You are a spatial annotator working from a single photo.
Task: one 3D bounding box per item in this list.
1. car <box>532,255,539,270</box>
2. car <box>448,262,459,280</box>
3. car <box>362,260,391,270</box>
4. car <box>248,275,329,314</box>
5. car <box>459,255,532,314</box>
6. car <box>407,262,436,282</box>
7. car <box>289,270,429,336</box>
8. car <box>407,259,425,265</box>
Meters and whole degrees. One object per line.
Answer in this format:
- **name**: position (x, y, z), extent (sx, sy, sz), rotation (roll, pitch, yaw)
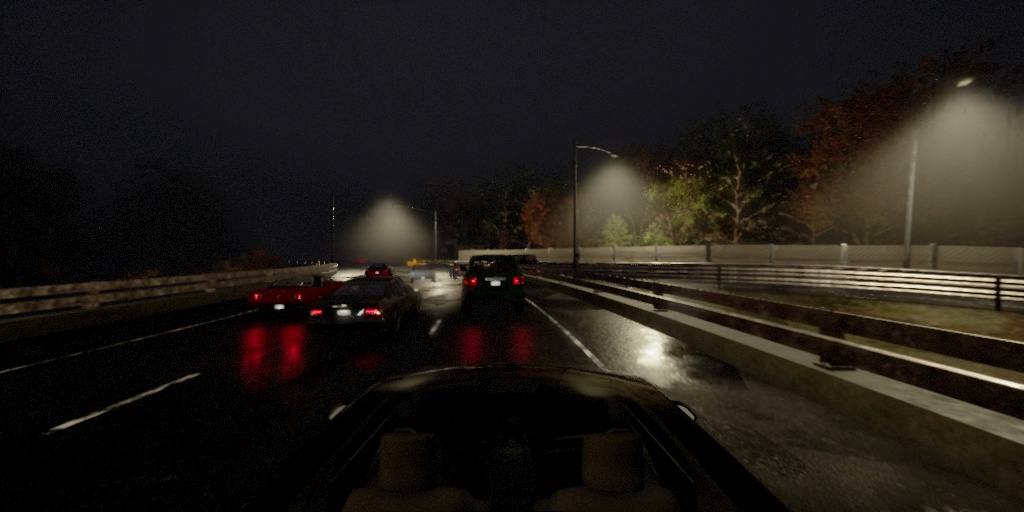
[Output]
- **car**: position (0.289, 0.879, 36.866), extent (2.150, 2.045, 5.566), rotation (-1, 0, -45)
- **car**: position (-4.451, 1.278, 31.860), extent (1.812, 1.442, 4.674), rotation (0, 0, -16)
- **car**: position (-11.440, 1.335, 30.827), extent (1.994, 1.385, 4.181), rotation (0, 0, -17)
- **car**: position (-7.854, 1.367, 13.901), extent (1.895, 1.301, 4.718), rotation (0, 0, -7)
- **car**: position (-0.844, 0.970, 14.119), extent (2.150, 2.045, 5.566), rotation (0, 0, -7)
- **car**: position (-7.292, 1.361, 29.238), extent (1.895, 1.301, 4.718), rotation (0, 0, -15)
- **car**: position (-3.943, 1.305, 10.451), extent (2.033, 1.411, 5.357), rotation (0, 0, -5)
- **car**: position (-15.229, 1.198, 57.104), extent (1.882, 1.535, 5.008), rotation (0, 0, -33)
